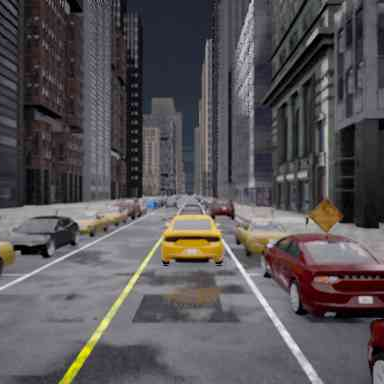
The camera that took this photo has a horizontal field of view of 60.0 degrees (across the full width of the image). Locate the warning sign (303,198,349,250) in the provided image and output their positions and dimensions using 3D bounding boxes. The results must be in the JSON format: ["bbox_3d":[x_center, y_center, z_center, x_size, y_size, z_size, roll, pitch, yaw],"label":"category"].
[{"bbox_3d":[5.043,1.184,12.573,1.300,1.860,1.060,0,0,0],"label":"warning sign"}]

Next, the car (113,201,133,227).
[{"bbox_3d":[-5.820,1.659,24.223,1.752,1.417,4.829,0,0,0],"label":"car"}]

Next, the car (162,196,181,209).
[{"bbox_3d":[-3.200,1.801,51.985,1.837,1.490,4.892,0,0,0],"label":"car"}]

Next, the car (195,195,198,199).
[{"bbox_3d":[2.546,2.100,92.105,1.887,1.381,4.507,0,0,0],"label":"car"}]

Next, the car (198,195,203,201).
[{"bbox_3d":[2.612,1.814,63.903,1.967,1.590,4.097,0,0,0],"label":"car"}]

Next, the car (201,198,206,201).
[{"bbox_3d":[2.652,1.818,46.982,2.008,1.369,4.403,0,0,0],"label":"car"}]

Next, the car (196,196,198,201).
[{"bbox_3d":[2.586,2.012,75.183,1.947,1.339,4.313,0,0,0],"label":"car"}]

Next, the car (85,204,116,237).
[{"bbox_3d":[-5.806,1.627,18.582,1.752,1.417,4.829,0,0,0],"label":"car"}]

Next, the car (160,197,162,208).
[{"bbox_3d":[-5.887,1.853,52.595,2.008,1.369,4.403,0,0,0],"label":"car"}]

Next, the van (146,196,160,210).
[{"bbox_3d":[-5.874,1.608,46.957,1.690,1.788,3.998,0,0,0],"label":"van"}]

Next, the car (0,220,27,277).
[{"bbox_3d":[-5.780,1.565,7.301,1.752,1.417,4.829,0,0,0],"label":"car"}]

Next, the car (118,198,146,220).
[{"bbox_3d":[-5.834,1.482,30.035,2.192,1.841,5.009,0,0,0],"label":"car"}]

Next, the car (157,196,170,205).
[{"bbox_3d":[-5.927,1.725,69.519,2.192,1.841,5.009,0,0,0],"label":"car"}]

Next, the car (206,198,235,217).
[{"bbox_3d":[2.691,1.481,30.062,2.192,1.841,5.009,0,0,0],"label":"car"}]

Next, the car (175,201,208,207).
[{"bbox_3d":[-0.014,1.692,26.272,2.033,1.411,5.357,0,0,0],"label":"car"}]

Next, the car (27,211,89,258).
[{"bbox_3d":[-5.793,1.638,13.111,1.947,1.339,4.313,0,0,0],"label":"car"}]

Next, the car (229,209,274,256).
[{"bbox_3d":[2.731,1.598,13.310,1.752,1.417,4.829,0,0,0],"label":"car"}]

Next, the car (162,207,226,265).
[{"bbox_3d":[0.024,1.543,11.961,1.882,1.535,5.008,0,0,0],"label":"car"}]

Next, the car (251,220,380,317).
[{"bbox_3d":[2.745,1.585,7.499,1.887,1.381,4.507,0,0,0],"label":"car"}]

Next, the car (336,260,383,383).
[{"bbox_3d":[2.758,1.555,1.858,1.887,1.381,4.507,0,0,0],"label":"car"}]

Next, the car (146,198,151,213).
[{"bbox_3d":[-5.846,1.724,35.504,1.752,1.417,4.829,0,0,0],"label":"car"}]
